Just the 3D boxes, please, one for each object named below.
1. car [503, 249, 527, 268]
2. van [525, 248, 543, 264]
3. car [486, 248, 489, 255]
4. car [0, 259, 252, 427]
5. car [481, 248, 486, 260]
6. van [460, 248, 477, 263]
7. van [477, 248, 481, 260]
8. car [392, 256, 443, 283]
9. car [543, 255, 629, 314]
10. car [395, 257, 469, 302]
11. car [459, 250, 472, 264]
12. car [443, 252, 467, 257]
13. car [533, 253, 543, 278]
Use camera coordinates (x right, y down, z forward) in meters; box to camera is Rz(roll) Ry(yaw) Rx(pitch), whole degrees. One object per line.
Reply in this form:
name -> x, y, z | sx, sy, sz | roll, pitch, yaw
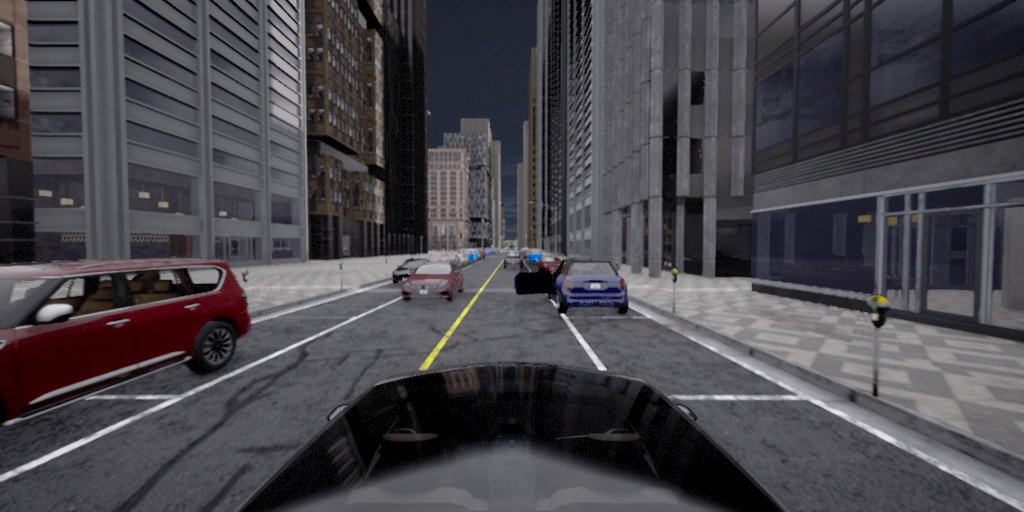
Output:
car -> 0.137, 0.386, 35.530 | 2.128, 1.511, 4.902 | 0, 2, 1
van -> 2.877, 0.020, 43.999 | 1.690, 1.789, 3.998 | 0, 0, 0
car -> -5.603, -0.436, 60.935 | 2.192, 1.841, 5.009 | 0, 0, 0
car -> -5.754, 0.993, 4.545 | 2.192, 1.841, 5.009 | 0, 0, 0
car -> -5.618, -0.167, 55.295 | 1.967, 1.591, 4.097 | 0, 0, 0
van -> -5.648, 0.019, 44.017 | 1.690, 1.789, 3.998 | 0, 0, 0
van -> -5.633, -0.124, 49.656 | 1.690, 1.789, 3.998 | 0, 0, 0
car -> -5.709, 0.816, 21.462 | 1.948, 1.339, 4.313 | 0, 0, 0
car -> 2.419, 0.829, 12.499 | 2.097, 1.767, 4.553 | 0, 1, 0
car -> -3.064, 0.945, 14.776 | 1.812, 1.442, 4.674 | 0, 1, 0
car -> -5.664, 0.347, 38.208 | 1.751, 1.417, 4.829 | 0, 0, 0
car -> -5.679, 0.515, 32.740 | 2.007, 1.370, 4.403 | 0, 0, 0
car -> 2.831, 0.653, 27.082 | 1.888, 1.381, 4.507 | 0, 0, 0
